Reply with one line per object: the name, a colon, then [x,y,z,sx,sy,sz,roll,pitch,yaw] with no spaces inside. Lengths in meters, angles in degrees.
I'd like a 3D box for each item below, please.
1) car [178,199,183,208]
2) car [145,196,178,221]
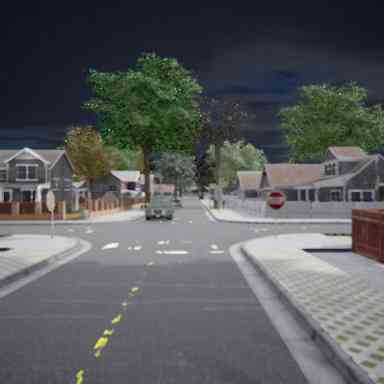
car: [-2.514,1.749,51.671,1.812,1.442,4.674,0,0,0]
car: [-2.621,1.434,28.378,2.150,2.045,5.566,0,1,0]
